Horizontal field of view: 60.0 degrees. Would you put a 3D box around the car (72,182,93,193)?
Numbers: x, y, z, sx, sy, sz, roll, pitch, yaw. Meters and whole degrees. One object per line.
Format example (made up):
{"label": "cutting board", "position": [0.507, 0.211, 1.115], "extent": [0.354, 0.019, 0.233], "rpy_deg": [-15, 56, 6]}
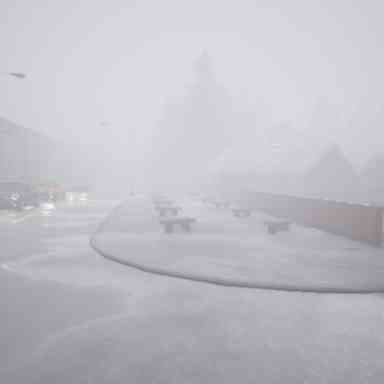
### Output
{"label": "car", "position": [-14.105, -0.619, 42.852], "extent": [1.895, 1.301, 4.718], "rpy_deg": [1, 2, -8]}

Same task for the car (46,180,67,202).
{"label": "car", "position": [-12.019, -0.181, 27.820], "extent": [2.097, 1.767, 4.553], "rpy_deg": [1, 2, -8]}

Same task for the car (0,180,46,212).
{"label": "car", "position": [-10.968, 0.158, 20.445], "extent": [2.097, 1.767, 4.553], "rpy_deg": [1, 2, -8]}
